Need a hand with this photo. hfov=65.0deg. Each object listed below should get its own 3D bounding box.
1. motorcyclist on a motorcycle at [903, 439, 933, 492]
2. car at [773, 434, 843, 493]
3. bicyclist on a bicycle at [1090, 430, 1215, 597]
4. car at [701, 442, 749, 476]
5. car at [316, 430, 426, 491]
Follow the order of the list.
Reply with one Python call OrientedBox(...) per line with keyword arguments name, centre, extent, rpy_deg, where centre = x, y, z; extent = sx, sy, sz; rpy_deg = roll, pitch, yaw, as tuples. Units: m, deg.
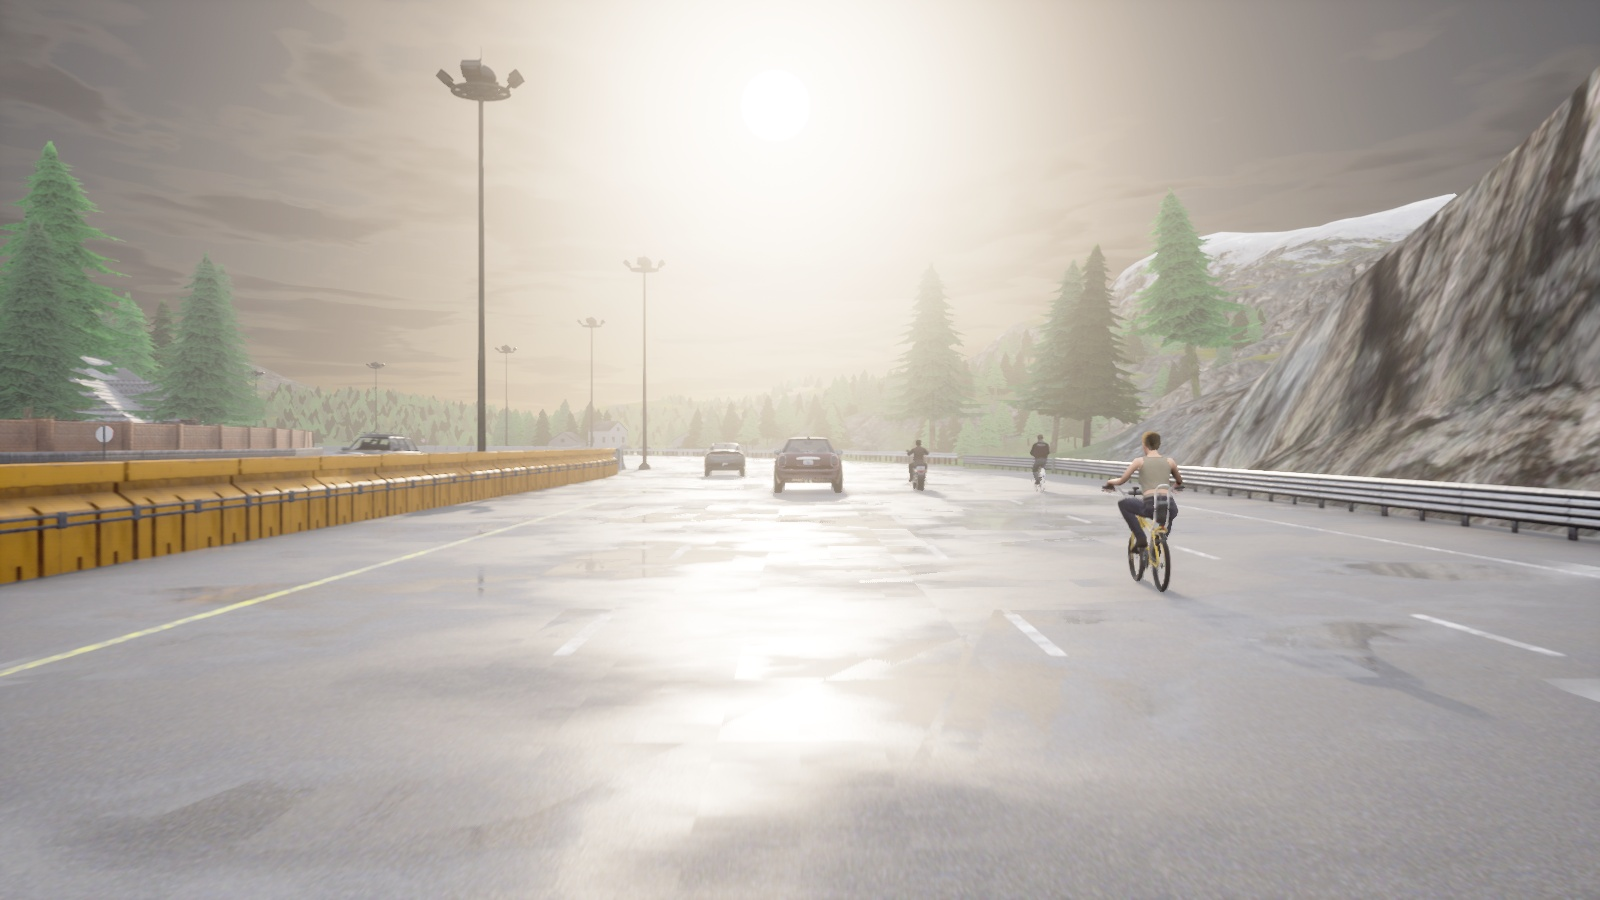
OrientedBox(name="motorcyclist on a motorcycle", centre=(3.766, 0.474, 40.217), extent=(0.766, 1.649, 2.350), rpy_deg=(0, 0, 0))
OrientedBox(name="car", centre=(0.264, 0.381, 39.944), extent=(2.097, 1.767, 4.553), rpy_deg=(0, 0, 0))
OrientedBox(name="bicyclist on a bicycle", centre=(3.586, 0.614, 12.912), extent=(0.866, 1.612, 1.509), rpy_deg=(0, 0, 1))
OrientedBox(name="car", centre=(-3.470, 0.374, 58.114), extent=(2.128, 1.511, 4.902), rpy_deg=(0, 0, -3))
OrientedBox(name="car", centre=(-13.734, 0.328, 40.522), extent=(1.932, 1.855, 4.605), rpy_deg=(0, -1, 0))
